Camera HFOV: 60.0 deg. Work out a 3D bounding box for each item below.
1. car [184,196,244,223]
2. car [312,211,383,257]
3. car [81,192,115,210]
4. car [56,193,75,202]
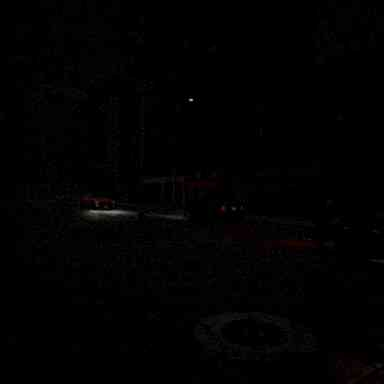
[{"bbox_3d":[1.408,1.076,22.748,2.097,1.767,4.553,1,1,-35],"label":"car"},{"bbox_3d":[6.301,1.432,10.722,1.837,1.490,4.892,1,1,-35],"label":"car"},{"bbox_3d":[-9.261,0.819,32.749,2.097,1.767,4.553,1,0,-35],"label":"car"},{"bbox_3d":[-20.437,0.886,53.638,1.895,1.301,4.718,1,0,-35],"label":"car"}]
